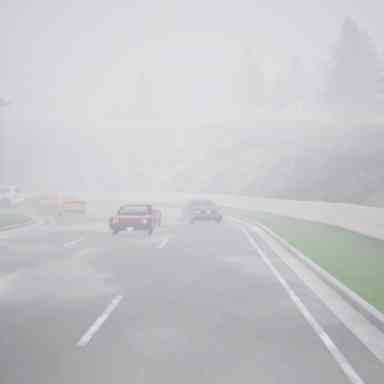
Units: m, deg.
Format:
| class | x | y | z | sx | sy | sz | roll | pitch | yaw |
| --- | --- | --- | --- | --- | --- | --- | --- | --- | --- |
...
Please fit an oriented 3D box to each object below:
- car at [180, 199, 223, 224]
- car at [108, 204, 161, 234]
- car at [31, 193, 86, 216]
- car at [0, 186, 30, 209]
| class | x | y | z | sx | sy | sz | roll | pitch | yaw |
| --- | --- | --- | --- | --- | --- | --- | --- | --- | --- |
| car | 0.472 | 1.121 | 20.918 | 2.033 | 1.411 | 5.357 | 0 | 1 | -10 |
| car | -2.627 | 1.248 | 16.510 | 1.895 | 1.301 | 4.718 | 0 | 1 | 1 |
| car | -9.919 | 0.914 | 25.052 | 5.008 | 1.535 | 1.882 | 1 | 1 | 43 |
| car | -18.336 | 0.507 | 30.313 | 5.566 | 2.045 | 2.150 | 0 | 0 | -10 |
